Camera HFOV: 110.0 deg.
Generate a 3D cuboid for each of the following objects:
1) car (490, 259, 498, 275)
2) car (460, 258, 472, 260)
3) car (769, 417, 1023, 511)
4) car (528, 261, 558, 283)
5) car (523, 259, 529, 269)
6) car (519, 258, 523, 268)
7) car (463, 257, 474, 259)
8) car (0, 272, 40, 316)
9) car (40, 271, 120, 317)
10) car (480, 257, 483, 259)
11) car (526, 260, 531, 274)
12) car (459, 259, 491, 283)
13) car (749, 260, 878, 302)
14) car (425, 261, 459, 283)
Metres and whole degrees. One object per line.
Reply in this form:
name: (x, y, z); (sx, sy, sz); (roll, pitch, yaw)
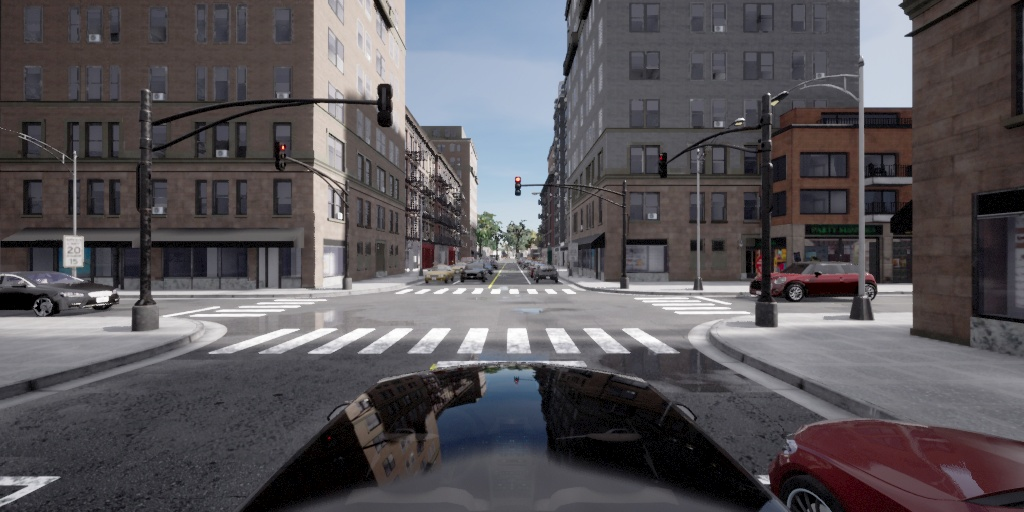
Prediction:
car: (-2.959, 1.299, 38.847); (2.033, 1.411, 5.357); (0, 0, 0)
car: (-5.517, 1.277, 38.545); (1.751, 1.417, 4.829); (0, 0, 0)
car: (2.641, 1.332, 0.767); (1.802, 1.307, 4.207); (0, 0, 0)
car: (2.563, 1.301, 27.775); (2.007, 1.370, 4.403); (0, 0, 0)
car: (2.532, 1.302, 38.739); (2.007, 1.370, 4.403); (0, 0, 0)
car: (2.484, 1.304, 55.184); (2.007, 1.370, 4.403); (0, 0, 0)
car: (-5.531, 1.067, 44.198); (2.192, 1.841, 5.009); (0, 0, 0)
car: (-5.398, 1.064, 0.745); (2.192, 1.841, 5.009); (0, 0, 0)
car: (-17.101, 1.309, 12.882); (4.902, 1.511, 2.128); (0, 0, 1)
car: (-5.545, 1.193, 49.680); (1.967, 1.591, 4.097); (0, 0, 0)
car: (2.547, 1.296, 33.257); (1.888, 1.381, 4.507); (0, 0, 0)
car: (-2.924, 1.255, 28.435); (1.837, 1.490, 4.892); (0, 0, 0)
car: (13.218, 1.036, 15.958); (4.553, 1.767, 2.097); (0, 0, 0)
car: (-5.490, 1.276, 27.582); (1.751, 1.417, 4.829); (0, 0, 0)
